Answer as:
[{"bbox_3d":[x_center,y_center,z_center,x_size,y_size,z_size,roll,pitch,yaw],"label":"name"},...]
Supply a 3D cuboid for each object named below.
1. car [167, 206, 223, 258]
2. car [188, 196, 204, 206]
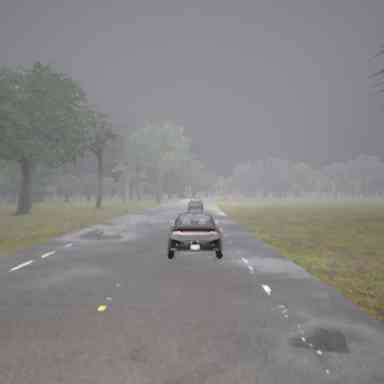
[{"bbox_3d":[0.099,1.515,12.812,2.128,1.511,4.902,0,0,0],"label":"car"},{"bbox_3d":[0.525,1.571,42.704,2.128,1.511,4.902,0,0,2],"label":"car"}]
